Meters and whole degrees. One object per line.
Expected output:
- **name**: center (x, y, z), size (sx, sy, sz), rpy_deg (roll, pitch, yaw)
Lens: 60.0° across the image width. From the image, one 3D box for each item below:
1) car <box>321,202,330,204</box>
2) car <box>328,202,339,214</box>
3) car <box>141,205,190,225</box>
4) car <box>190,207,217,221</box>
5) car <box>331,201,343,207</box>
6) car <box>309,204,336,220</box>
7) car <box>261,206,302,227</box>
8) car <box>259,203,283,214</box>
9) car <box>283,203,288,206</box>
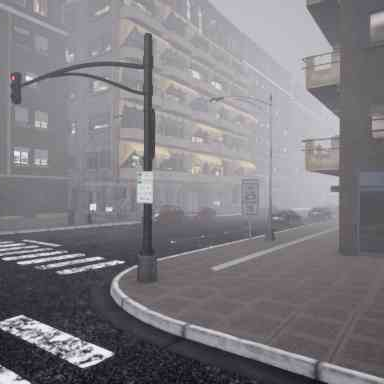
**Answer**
- **car**: center (19.502, 2.545, 48.921), size (1.895, 1.301, 4.718), rpy_deg (0, -1, 35)
- **car**: center (20.732, 2.458, 46.231), size (1.752, 1.417, 4.829), rpy_deg (-1, -2, 35)
- **car**: center (-2.372, 1.821, 27.527), size (1.967, 1.590, 4.097), rpy_deg (-1, -1, 35)
- **car**: center (0.863, 2.063, 32.185), size (1.802, 1.307, 4.206), rpy_deg (-1, -1, 35)
- **car**: center (36.428, 3.021, 83.483), size (1.967, 1.590, 4.097), rpy_deg (-1, -1, 35)
- **car**: center (14.164, 2.295, 36.767), size (1.947, 1.339, 4.313), rpy_deg (-1, -2, 35)
- **car**: center (7.692, 2.095, 27.444), size (1.947, 1.339, 4.313), rpy_deg (-1, -2, 35)
- **car**: center (10.569, 2.326, 46.170), size (1.887, 1.381, 4.507), rpy_deg (-1, -1, 35)
- **car**: center (13.708, 2.404, 50.692), size (1.752, 1.417, 4.829), rpy_deg (-1, -1, 35)
